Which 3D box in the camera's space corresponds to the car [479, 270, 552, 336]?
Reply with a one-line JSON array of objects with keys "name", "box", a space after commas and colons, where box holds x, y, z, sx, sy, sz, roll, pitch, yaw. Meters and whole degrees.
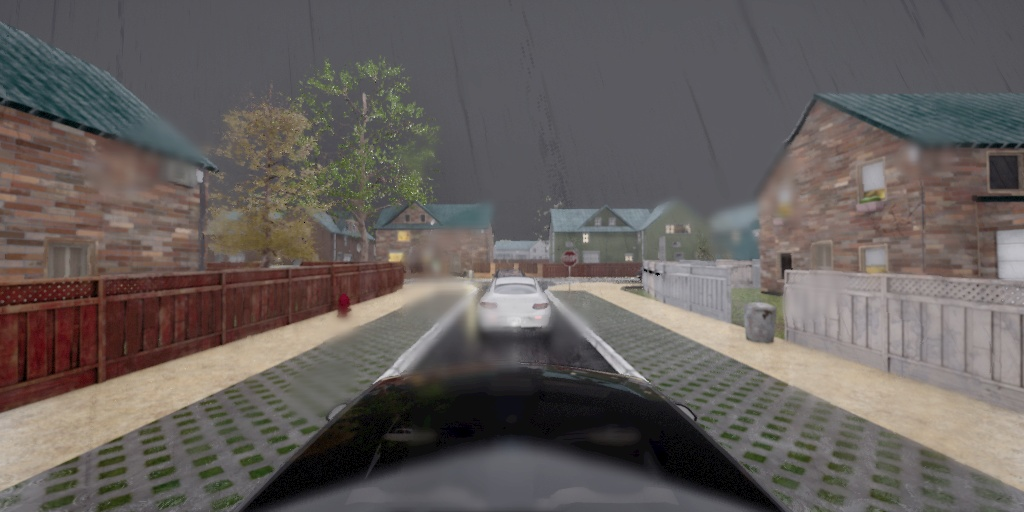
[{"name": "car", "box": [0.087, 1.295, 10.376, 1.812, 1.442, 4.674, 0, 0, 0]}]

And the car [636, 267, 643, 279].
[{"name": "car", "box": [11.555, 1.211, 26.009, 4.892, 1.490, 1.837, 0, -2, 1]}]

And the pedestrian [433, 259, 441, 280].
[{"name": "pedestrian", "box": [-6.748, 1.174, 32.094, 0.375, 1.860, 0.375, 0, -1, 1]}]
